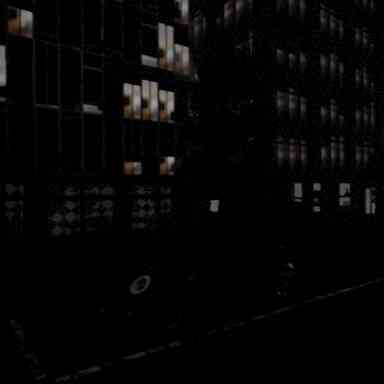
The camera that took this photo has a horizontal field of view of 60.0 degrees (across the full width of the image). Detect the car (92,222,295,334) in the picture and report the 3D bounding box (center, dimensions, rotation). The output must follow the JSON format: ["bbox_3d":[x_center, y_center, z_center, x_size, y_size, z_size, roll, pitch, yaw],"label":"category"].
[{"bbox_3d":[0.141,1.438,6.668,4.097,1.590,1.967,0,-1,-35],"label":"car"}]
